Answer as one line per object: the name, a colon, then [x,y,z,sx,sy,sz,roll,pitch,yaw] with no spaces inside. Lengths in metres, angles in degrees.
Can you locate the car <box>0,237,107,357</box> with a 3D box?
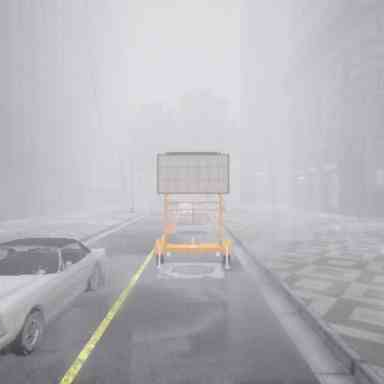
car: [-3.080,1.600,6.141,1.895,1.301,4.718,0,0,0]

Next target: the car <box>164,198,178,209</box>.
car: [-2.931,1.578,47.201,2.033,1.411,5.357,0,0,0]

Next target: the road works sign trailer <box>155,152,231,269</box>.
road works sign trailer: [0.041,0.465,11.182,2.380,3.560,2.880,0,0,0]
